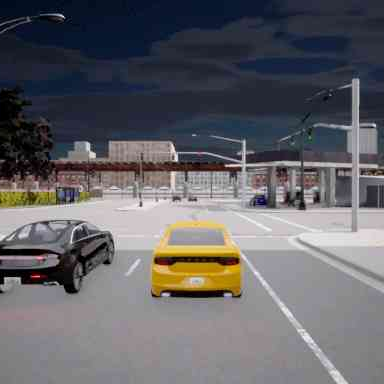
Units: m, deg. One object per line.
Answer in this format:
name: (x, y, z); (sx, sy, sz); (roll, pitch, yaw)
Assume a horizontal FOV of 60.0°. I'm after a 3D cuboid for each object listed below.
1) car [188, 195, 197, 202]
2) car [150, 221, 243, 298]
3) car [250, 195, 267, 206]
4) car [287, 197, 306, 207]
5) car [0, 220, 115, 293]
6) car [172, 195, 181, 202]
car: (0.157, 1.446, 73.522); (1.994, 1.385, 4.181); (0, 0, 0)
car: (0.100, 1.468, 8.553); (1.882, 1.535, 5.008); (0, 0, 0)
car: (9.816, 1.253, 48.826); (2.242, 1.667, 4.611); (0, 0, 0)
car: (15.562, 1.425, 49.576); (1.970, 1.475, 3.806); (0, 0, 0)
car: (-3.399, 1.474, 8.770); (2.128, 1.511, 4.902); (0, 0, 0)
car: (-3.342, 1.386, 73.529); (1.837, 1.490, 4.892); (0, 0, 0)
